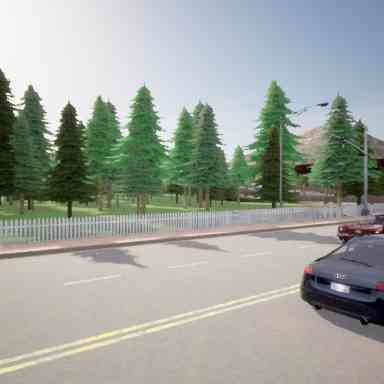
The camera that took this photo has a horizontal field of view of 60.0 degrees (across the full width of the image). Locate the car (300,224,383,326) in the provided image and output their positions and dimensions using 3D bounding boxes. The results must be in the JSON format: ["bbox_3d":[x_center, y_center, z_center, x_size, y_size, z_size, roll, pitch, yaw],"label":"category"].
[{"bbox_3d":[4.102,1.564,6.697,4.181,1.385,1.994,0,0,-35],"label":"car"}]

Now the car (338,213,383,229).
[{"bbox_3d":[8.205,1.601,14.149,4.718,1.301,1.895,0,0,-36],"label":"car"}]
